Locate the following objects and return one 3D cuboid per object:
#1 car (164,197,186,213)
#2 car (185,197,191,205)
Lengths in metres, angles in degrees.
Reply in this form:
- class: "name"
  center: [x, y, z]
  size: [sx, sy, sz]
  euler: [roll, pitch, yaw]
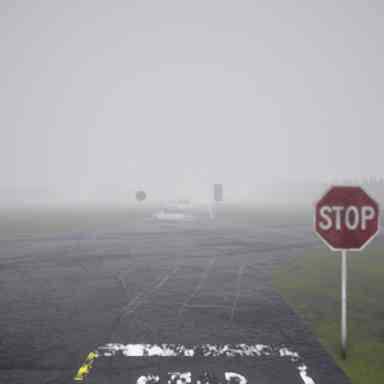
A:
- class: "car"
  center: [-2.030, 1.592, 37.158]
  size: [1.895, 1.301, 4.718]
  euler: [0, 0, 2]
- class: "car"
  center: [-1.125, 1.561, 57.971]
  size: [1.895, 1.301, 4.718]
  euler: [0, 0, 3]
